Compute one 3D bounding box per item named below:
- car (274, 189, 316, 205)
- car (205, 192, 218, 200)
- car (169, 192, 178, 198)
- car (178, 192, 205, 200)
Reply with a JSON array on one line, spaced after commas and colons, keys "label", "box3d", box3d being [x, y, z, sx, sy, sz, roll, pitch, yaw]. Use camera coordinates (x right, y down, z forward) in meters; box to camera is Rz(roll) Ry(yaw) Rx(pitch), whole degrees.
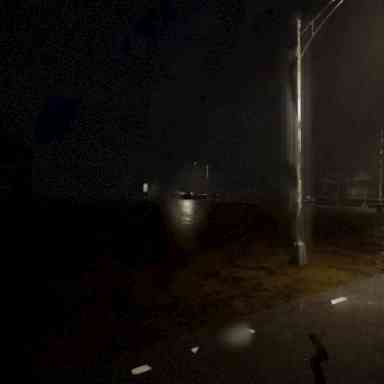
[{"label": "car", "box3d": [13.094, 0.622, 42.733, 2.150, 2.045, 5.566, 1, 0, -35]}, {"label": "car", "box3d": [2.906, 0.767, 63.317, 1.837, 1.490, 4.892, 1, 0, -35]}, {"label": "car", "box3d": [-3.136, 0.622, 71.843, 1.895, 1.301, 4.718, 1, 0, -35]}, {"label": "car", "box3d": [-0.045, 0.756, 61.352, 1.994, 1.385, 4.181, 1, -1, -35]}]
